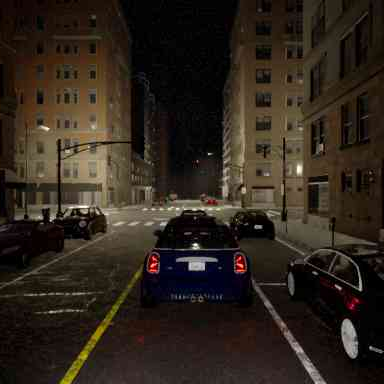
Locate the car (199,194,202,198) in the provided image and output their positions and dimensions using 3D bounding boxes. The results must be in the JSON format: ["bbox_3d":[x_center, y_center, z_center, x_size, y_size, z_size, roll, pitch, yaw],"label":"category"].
[{"bbox_3d":[3.143,1.523,75.327,1.967,1.590,4.097,0,0,0],"label":"car"}]

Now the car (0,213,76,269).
[{"bbox_3d":[-5.640,1.582,11.125,1.802,1.307,4.206,0,0,0],"label":"car"}]

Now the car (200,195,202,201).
[{"bbox_3d":[3.094,1.606,64.509,2.008,1.369,4.403,0,0,0],"label":"car"}]

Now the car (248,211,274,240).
[{"bbox_3d":[2.902,1.566,16.601,1.947,1.339,4.313,0,0,0],"label":"car"}]

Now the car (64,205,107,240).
[{"bbox_3d":[-5.624,1.440,16.626,1.967,1.590,4.097,0,0,0],"label":"car"}]

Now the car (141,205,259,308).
[{"bbox_3d":[0.101,1.352,8.090,2.097,1.767,4.553,0,0,0],"label":"car"}]

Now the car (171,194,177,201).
[{"bbox_3d":[-5.356,1.625,80.601,1.752,1.417,4.829,0,0,0],"label":"car"}]

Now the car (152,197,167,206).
[{"bbox_3d":[-5.482,1.617,53.729,1.802,1.307,4.206,0,0,0],"label":"car"}]

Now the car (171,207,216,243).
[{"bbox_3d":[0.091,1.564,16.673,1.994,1.385,4.181,0,0,1],"label":"car"}]

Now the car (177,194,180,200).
[{"bbox_3d":[-5.306,1.455,91.589,2.192,1.841,5.009,0,0,0],"label":"car"}]

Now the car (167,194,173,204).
[{"bbox_3d":[-5.431,1.606,64.545,2.008,1.369,4.403,0,0,0],"label":"car"}]

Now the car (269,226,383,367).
[{"bbox_3d":[2.870,1.551,5.599,2.008,1.369,4.403,0,0,0],"label":"car"}]

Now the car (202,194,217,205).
[{"bbox_3d":[3.042,1.475,53.691,1.967,1.590,4.097,0,0,0],"label":"car"}]
